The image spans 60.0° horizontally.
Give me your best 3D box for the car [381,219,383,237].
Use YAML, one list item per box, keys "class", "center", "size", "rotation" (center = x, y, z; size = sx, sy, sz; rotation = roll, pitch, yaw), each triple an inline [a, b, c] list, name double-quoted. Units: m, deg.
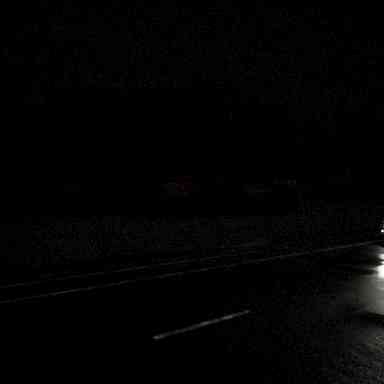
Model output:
- class: "car"
  center: [11.115, 1.330, 15.599]
  size: [5.566, 2.045, 2.150]
  rotation: [1, 0, -35]
